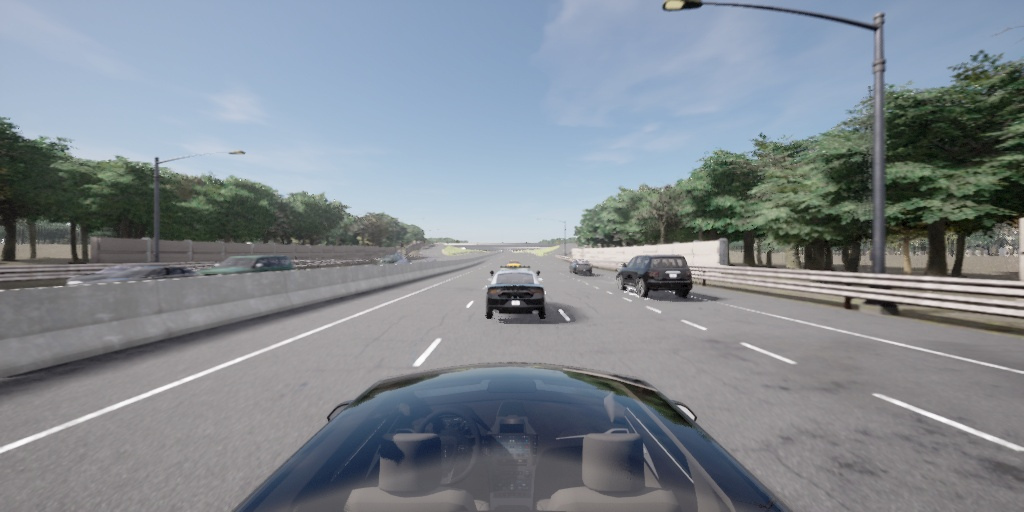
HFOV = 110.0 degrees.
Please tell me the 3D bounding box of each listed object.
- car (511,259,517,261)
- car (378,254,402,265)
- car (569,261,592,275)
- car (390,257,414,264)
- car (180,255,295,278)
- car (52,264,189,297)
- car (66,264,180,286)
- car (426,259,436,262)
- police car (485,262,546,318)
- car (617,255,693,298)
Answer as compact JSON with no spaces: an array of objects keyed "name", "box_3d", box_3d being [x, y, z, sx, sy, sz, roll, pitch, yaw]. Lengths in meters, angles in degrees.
[{"name":"car","box_3d":[0.297,1.185,44.838,1.801,1.575,5.366,0,0,0]},{"name":"car","box_3d":[-20.660,0.883,60.772,2.150,2.045,5.566,0,1,1]},{"name":"car","box_3d":[7.242,1.225,38.117,2.128,1.511,4.902,0,0,0]},{"name":"car","box_3d":[-17.213,1.237,57.374,2.033,1.411,5.357,0,0,1]},{"name":"car","box_3d":[-14.064,0.962,19.279,2.150,2.045,5.566,0,0,0]},{"name":"car","box_3d":[-21.058,1.231,19.712,2.128,1.511,4.902,0,0,0]},{"name":"car","box_3d":[-17.568,1.246,17.321,1.837,1.490,4.892,0,0,0]},{"name":"car","box_3d":[-13.663,1.213,60.459,2.033,1.411,5.357,0,1,1]},{"name":"police car","box_3d":[0.117,1.171,13.068,1.930,1.638,5.238,0,0,0]},{"name":"car","box_3d":[7.145,0.965,18.495,2.150,2.045,5.566,0,0,1]}]
